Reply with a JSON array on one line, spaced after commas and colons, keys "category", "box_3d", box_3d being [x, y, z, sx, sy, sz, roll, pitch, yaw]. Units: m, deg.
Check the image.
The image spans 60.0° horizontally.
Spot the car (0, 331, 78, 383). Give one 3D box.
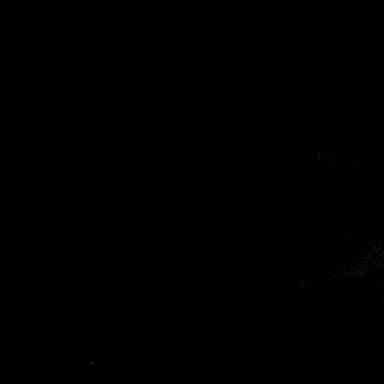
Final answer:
[{"category": "car", "box_3d": [-2.827, 1.508, 1.066, 4.892, 1.490, 1.837, 0, 0, -35]}]
